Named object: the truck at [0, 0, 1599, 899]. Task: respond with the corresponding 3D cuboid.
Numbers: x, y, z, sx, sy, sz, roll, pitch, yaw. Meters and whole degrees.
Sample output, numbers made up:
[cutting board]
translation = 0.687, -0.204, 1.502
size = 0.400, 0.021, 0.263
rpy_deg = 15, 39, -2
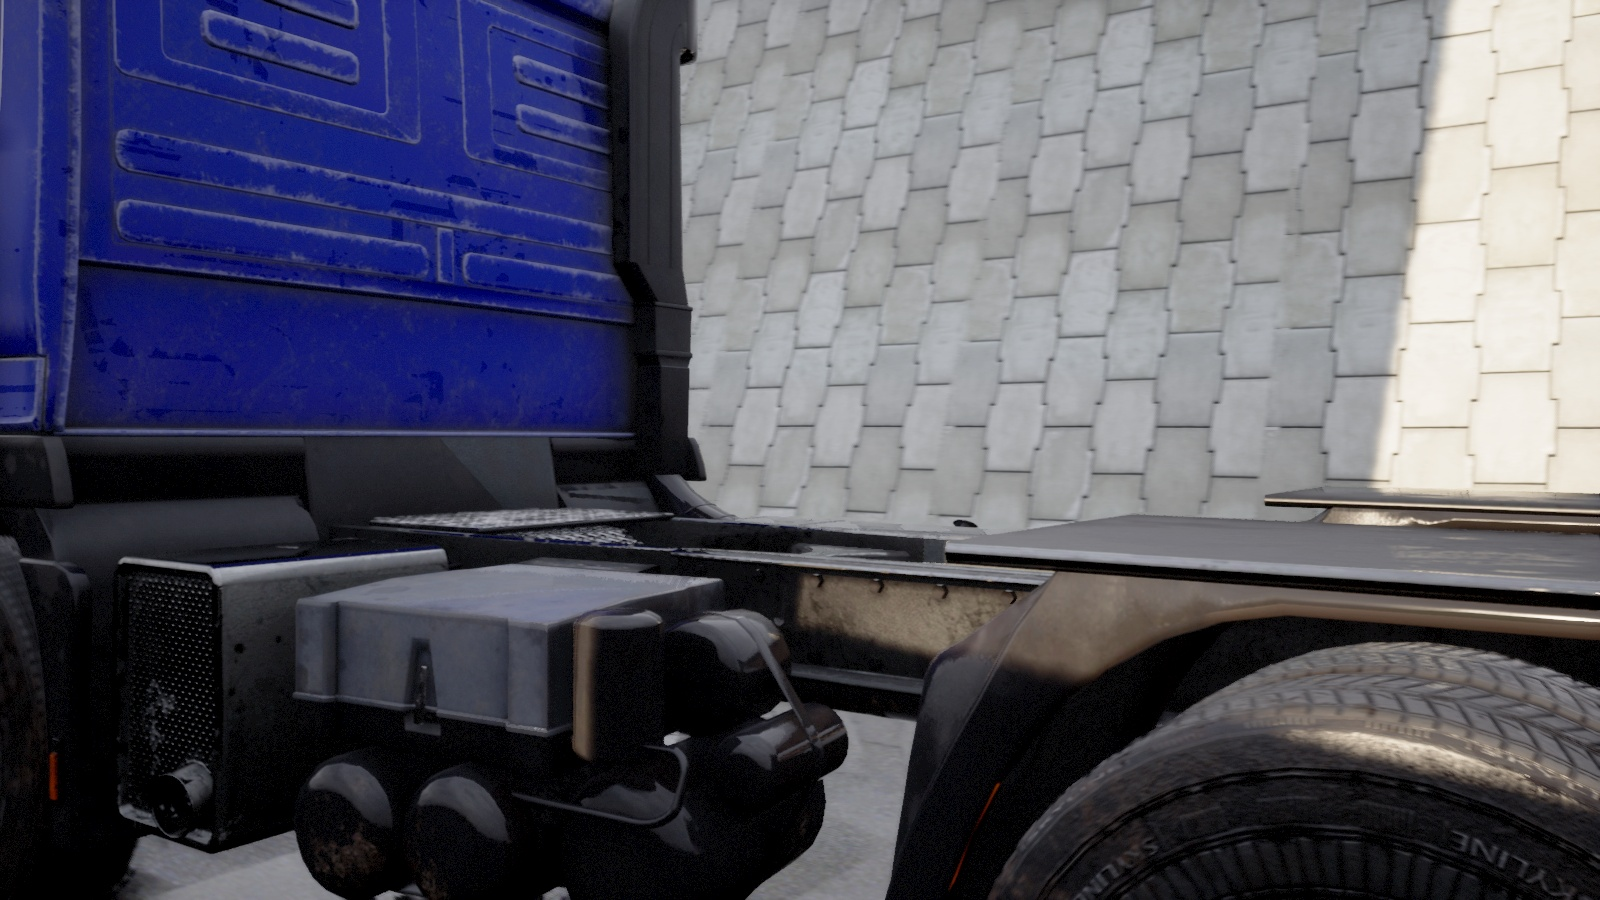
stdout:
[truck]
translation = 0.184, -0.300, 3.482
size = 7.936, 3.462, 2.891
rpy_deg = 0, 1, 34
